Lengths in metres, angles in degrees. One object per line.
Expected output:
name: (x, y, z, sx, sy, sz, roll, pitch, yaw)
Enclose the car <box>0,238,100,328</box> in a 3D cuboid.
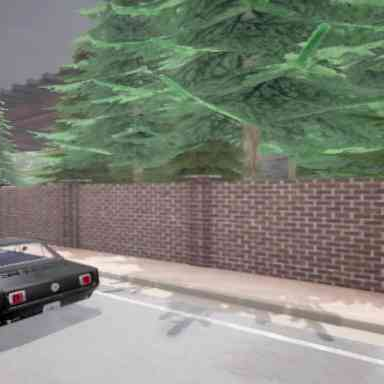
car: (-4.112, 1.599, 6.675, 4.718, 1.301, 1.895, 0, 0, 34)
